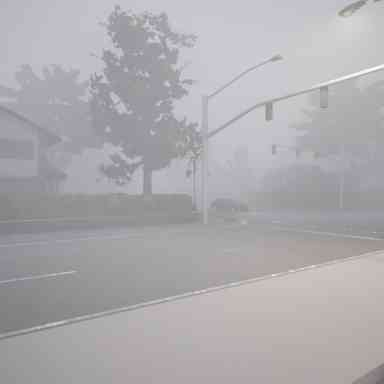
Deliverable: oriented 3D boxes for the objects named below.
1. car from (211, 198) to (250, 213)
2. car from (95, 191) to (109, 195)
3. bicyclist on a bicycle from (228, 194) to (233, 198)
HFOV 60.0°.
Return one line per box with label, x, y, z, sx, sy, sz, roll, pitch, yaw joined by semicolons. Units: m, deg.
car;4.055;1.413;35.825;1.837;1.490;4.892;0;1;-36
car;-20.439;0.855;75.225;2.150;2.045;5.566;0;0;-36
bicyclist on a bicycle;5.873;1.176;51.054;1.656;1.620;0.582;0;0;-36
